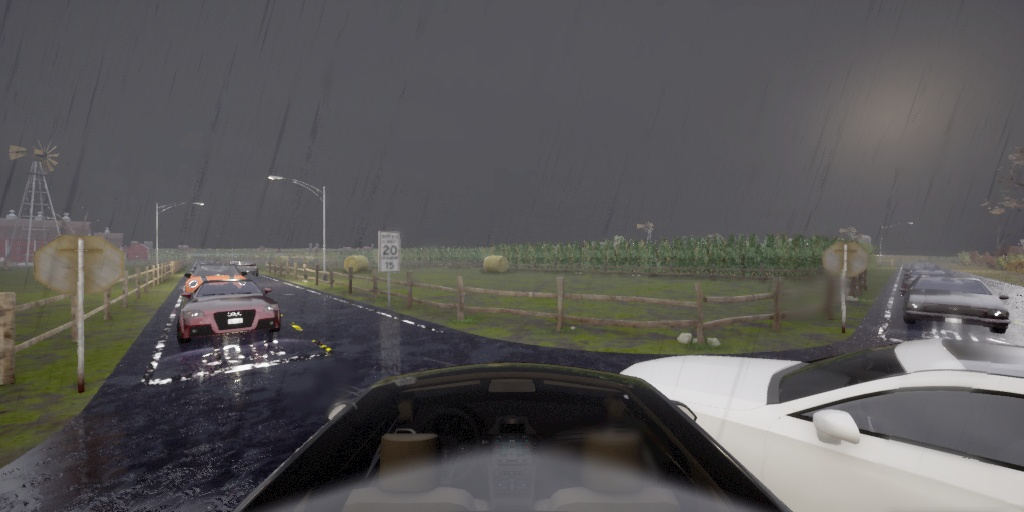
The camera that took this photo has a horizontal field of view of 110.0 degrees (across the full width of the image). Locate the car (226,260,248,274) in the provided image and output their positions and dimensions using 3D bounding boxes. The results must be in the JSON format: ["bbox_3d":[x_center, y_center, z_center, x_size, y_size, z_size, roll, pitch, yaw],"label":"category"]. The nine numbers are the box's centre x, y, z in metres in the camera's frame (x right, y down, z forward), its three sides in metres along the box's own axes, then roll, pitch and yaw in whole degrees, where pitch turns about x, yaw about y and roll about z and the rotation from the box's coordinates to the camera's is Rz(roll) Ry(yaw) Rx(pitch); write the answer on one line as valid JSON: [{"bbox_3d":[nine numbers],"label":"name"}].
[{"bbox_3d":[-33.291,1.275,43.348,1.837,1.490,4.892,0,0,-41],"label":"car"}]

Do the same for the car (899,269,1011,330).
[{"bbox_3d":[13.622,1.335,11.209,5.357,1.411,2.033,0,1,-42],"label":"car"}]

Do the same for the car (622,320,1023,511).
[{"bbox_3d":[2.857,1.293,2.241,1.812,1.442,4.674,0,1,-43],"label":"car"}]

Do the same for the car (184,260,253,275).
[{"bbox_3d":[-13.562,1.130,16.469,2.097,1.767,4.553,0,0,-41],"label":"car"}]

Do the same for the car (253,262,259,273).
[{"bbox_3d":[-26.642,1.259,35.825,2.128,1.511,4.902,0,0,-41],"label":"car"}]

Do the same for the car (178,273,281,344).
[{"bbox_3d":[-7.849,1.349,9.931,1.994,1.385,4.181,0,0,-42],"label":"car"}]

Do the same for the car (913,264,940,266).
[{"bbox_3d":[28.645,1.309,24.850,4.902,1.511,2.128,0,1,-42],"label":"car"}]

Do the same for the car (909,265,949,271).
[{"bbox_3d":[21.018,1.364,17.929,4.181,1.385,1.994,0,1,-43],"label":"car"}]
